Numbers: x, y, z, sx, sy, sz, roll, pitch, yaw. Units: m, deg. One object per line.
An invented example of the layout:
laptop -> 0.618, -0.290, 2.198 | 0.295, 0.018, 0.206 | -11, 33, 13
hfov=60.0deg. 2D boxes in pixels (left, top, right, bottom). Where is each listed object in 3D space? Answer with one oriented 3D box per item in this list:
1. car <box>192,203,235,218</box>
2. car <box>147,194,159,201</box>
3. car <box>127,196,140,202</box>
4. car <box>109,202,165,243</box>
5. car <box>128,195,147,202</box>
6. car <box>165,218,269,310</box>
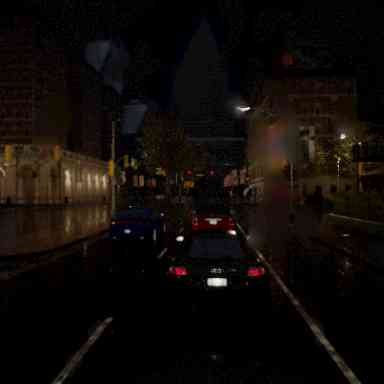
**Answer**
car -> 1.046, 1.332, 16.498 | 2.097, 1.767, 4.553 | 0, 0, 4
car -> -10.066, 1.261, 81.081 | 2.097, 1.767, 4.553 | 0, 0, 4
car -> -13.548, 1.505, 77.436 | 1.895, 1.301, 4.718 | 0, 0, 3
car -> -2.482, 1.459, 16.109 | 1.882, 1.535, 5.008 | 0, 0, 4
car -> -10.990, 1.424, 66.495 | 1.837, 1.490, 4.892 | 0, 1, 4
car -> 0.544, 1.554, 7.870 | 1.994, 1.385, 4.181 | 0, 0, 3
